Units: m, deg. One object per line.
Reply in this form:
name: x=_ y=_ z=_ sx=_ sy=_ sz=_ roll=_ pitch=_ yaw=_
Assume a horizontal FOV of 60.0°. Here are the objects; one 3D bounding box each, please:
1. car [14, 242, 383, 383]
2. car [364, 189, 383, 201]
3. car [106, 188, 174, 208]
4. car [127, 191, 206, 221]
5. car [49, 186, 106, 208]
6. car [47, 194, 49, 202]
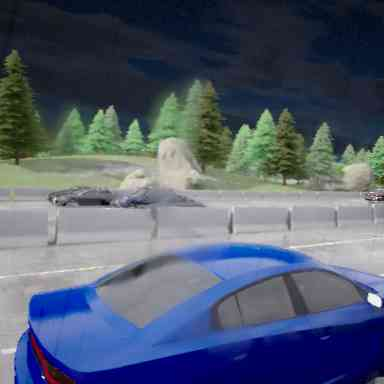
car: x=0.793 y=1.363 z=3.840 sx=5.008 sy=1.535 sz=1.882 roll=1 pitch=2 yaw=-31
car: x=27.116 y=0.374 z=48.157 sx=4.553 sy=1.767 sz=2.097 roll=0 pitch=3 yaw=-30
car: x=-2.976 y=0.483 z=22.162 sx=4.553 sy=1.767 sz=2.097 roll=1 pitch=2 yaw=-31
car: x=-1.219 y=0.859 z=19.151 sx=4.181 sy=1.385 sz=1.994 roll=1 pitch=2 yaw=-31
car: x=-7.196 y=0.423 z=23.728 sx=4.902 sy=1.511 sz=2.128 roll=1 pitch=2 yaw=-31
car: x=-8.993 y=0.272 z=26.728 sx=4.892 sy=1.490 sz=1.837 roll=1 pitch=2 yaw=-31
